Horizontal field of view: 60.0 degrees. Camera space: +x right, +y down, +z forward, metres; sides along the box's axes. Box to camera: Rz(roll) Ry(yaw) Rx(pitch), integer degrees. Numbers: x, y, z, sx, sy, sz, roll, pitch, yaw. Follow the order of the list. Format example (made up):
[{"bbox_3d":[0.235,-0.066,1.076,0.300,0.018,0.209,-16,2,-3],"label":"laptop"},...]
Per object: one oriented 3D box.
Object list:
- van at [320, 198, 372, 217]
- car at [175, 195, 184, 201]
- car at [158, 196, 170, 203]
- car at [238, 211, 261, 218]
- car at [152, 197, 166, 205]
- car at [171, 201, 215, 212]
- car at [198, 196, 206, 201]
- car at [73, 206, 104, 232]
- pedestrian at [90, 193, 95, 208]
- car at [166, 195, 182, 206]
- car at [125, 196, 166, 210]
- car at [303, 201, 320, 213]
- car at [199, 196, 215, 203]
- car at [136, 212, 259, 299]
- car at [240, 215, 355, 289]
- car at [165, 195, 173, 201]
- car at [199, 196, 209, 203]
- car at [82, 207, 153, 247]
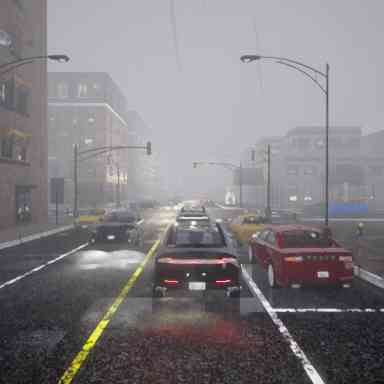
[{"bbox_3d":[14.589,1.415,31.190,3.998,1.788,1.690,0,0,-1],"label":"van"},{"bbox_3d":[-3.186,1.537,83.174,2.128,1.511,4.902,0,0,0],"label":"car"},{"bbox_3d":[-5.851,1.600,69.928,2.008,1.369,4.403,0,0,0],"label":"car"},{"bbox_3d":[2.652,1.527,14.870,1.752,1.417,4.829,0,0,0],"label":"car"},{"bbox_3d":[-5.826,1.584,58.535,2.008,1.369,4.403,0,0,0],"label":"car"},{"bbox_3d":[0.060,1.494,18.828,2.128,1.511,4.902,0,0,0],"label":"car"},{"bbox_3d":[2.491,1.629,87.049,2.008,1.369,4.403,-1,0,0],"label":"car"},{"bbox_3d":[-5.741,1.529,20.213,1.752,1.417,4.829,0,0,0],"label":"car"},{"bbox_3d":[-12.725,1.083,42.248,0.375,1.860,0.375,0,0,-1],"label":"pedestrian"},{"bbox_3d":[-3.211,1.519,54.183,2.128,1.511,4.902,0,0,0],"label":"car"},{"bbox_3d":[-5.865,1.465,39.663,2.128,1.511,4.902,1,1,35],"label":"car"},{"bbox_3d":[14.582,1.599,36.979,4.181,1.385,1.994,0,0,-1],"label":"car"},{"bbox_3d":[2.566,1.466,52.869,1.967,1.590,4.097,0,0,0],"label":"car"},{"bbox_3d":[0.084,1.491,8.459,2.128,1.511,4.902,0,0,0],"label":"car"},{"bbox_3d":[2.665,1.545,9.003,1.887,1.381,4.507,0,0,0],"label":"car"},{"bbox_3d":[-5.890,1.603,86.848,1.752,1.417,4.829,0,0,0],"label":"car"},{"bbox_3d":[2.529,1.600,69.959,2.008,1.369,4.403,0,0,0],"label":"car"},{"bbox_3d":[-3.133,1.565,14.866,1.994,1.385,4.181,0,0,0],"label":"car"}]
